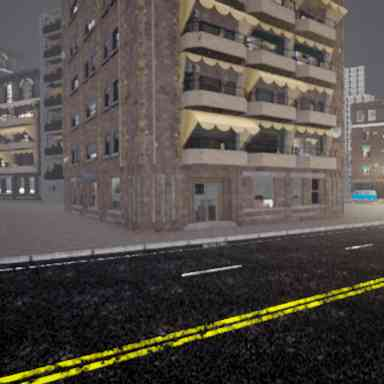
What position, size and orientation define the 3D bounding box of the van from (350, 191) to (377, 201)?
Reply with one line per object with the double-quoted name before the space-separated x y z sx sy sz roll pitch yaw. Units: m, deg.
"van" 29.335 0.670 56.788 3.998 1.788 1.690 1 0 25
